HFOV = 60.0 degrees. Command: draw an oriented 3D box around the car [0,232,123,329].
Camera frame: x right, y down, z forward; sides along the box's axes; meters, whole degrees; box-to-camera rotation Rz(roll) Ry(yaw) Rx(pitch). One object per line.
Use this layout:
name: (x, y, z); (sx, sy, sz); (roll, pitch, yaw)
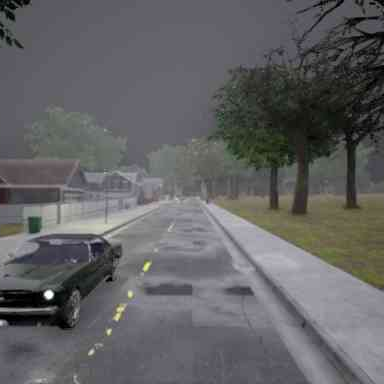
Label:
car: (-2.848, 1.611, 7.079); (1.895, 1.301, 4.718); (0, 0, 0)

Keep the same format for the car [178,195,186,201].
car: (-2.735, 1.620, 93.057); (2.097, 1.767, 4.553); (0, 0, 0)
